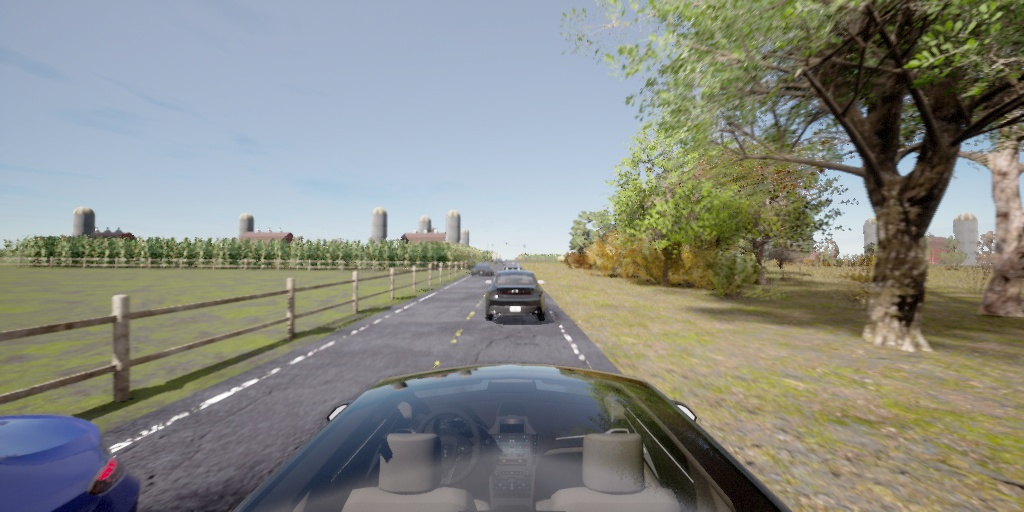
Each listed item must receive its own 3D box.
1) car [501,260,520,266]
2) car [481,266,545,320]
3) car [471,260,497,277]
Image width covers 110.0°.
[{"bbox_3d":[0.090,1.360,38.609,1.895,1.301,4.718,0,0,0],"label":"car"},{"bbox_3d":[0.097,1.258,12.633,1.837,1.490,4.892,0,0,0],"label":"car"},{"bbox_3d":[-2.849,1.322,35.211,1.994,1.385,4.181,0,0,0],"label":"car"}]
